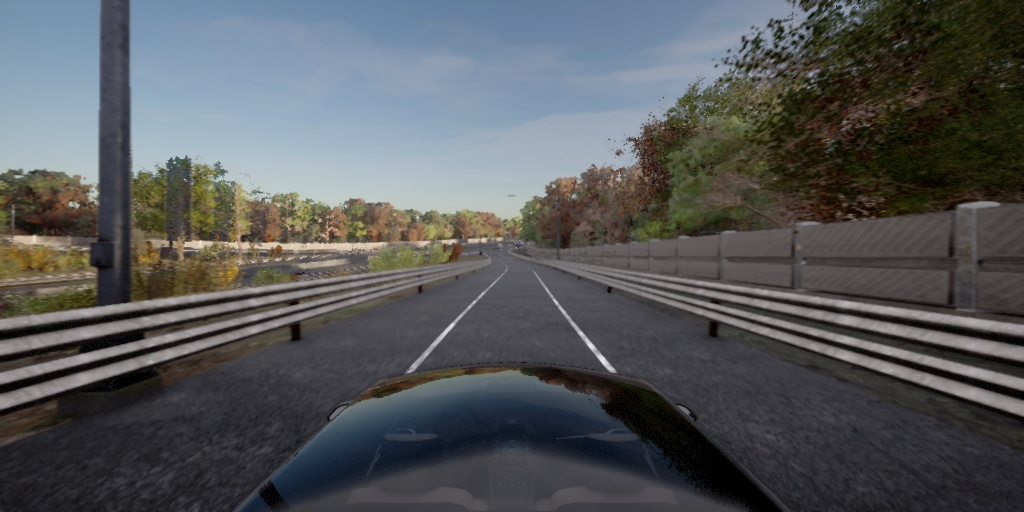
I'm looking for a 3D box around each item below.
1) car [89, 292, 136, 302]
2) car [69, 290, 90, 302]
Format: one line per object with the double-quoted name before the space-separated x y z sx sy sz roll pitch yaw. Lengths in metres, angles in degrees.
"car" -43.106 4.734 40.290 2.128 1.511 4.902 1 4 16
"car" -46.477 4.667 41.229 1.837 1.490 4.892 1 4 16
